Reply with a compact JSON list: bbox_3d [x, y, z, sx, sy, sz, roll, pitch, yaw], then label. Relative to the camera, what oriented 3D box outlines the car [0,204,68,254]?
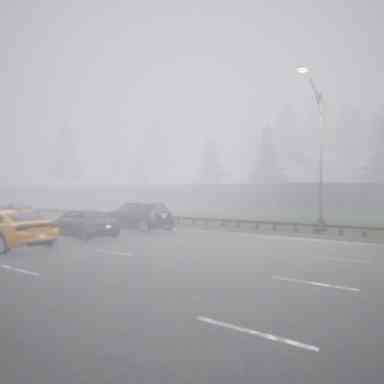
[{"bbox_3d":[-7.484,1.469,13.598,5.008,1.535,1.882,0,0,36],"label":"car"}]

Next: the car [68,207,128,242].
[{"bbox_3d":[-5.468,1.555,16.458,4.181,1.385,1.994,0,0,36],"label":"car"}]

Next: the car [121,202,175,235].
[{"bbox_3d":[-3.232,1.343,19.162,4.553,1.767,2.097,0,0,36],"label":"car"}]

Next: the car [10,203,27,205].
[{"bbox_3d":[-14.688,1.584,27.328,4.718,1.301,1.895,0,0,36],"label":"car"}]
